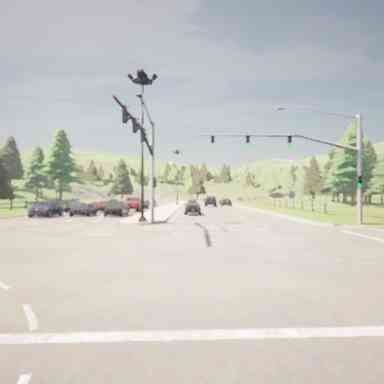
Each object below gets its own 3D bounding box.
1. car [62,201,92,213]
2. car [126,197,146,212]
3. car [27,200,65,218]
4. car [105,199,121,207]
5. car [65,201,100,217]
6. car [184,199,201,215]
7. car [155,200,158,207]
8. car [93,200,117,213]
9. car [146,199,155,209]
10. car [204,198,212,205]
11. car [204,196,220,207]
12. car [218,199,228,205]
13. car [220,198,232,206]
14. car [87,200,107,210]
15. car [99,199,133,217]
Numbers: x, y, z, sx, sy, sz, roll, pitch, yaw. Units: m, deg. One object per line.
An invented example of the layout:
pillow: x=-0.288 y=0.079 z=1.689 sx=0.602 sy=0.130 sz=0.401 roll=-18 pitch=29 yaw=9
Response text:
car: x=-15.084 y=1.964 z=43.910 sx=2.033 sy=1.411 sz=5.357 roll=0 pitch=-1 yaw=0
car: x=-8.082 y=1.655 z=45.765 sx=2.150 sy=2.045 sz=5.566 roll=0 pitch=-1 yaw=0
car: x=-15.091 y=1.679 z=34.454 sx=2.097 sy=1.767 sz=4.553 roll=0 pitch=-1 yaw=0
car: x=-14.978 y=2.103 z=63.259 sx=1.837 sy=1.490 sz=4.892 roll=0 pitch=-1 yaw=0
car: x=-11.589 y=1.903 z=35.708 sx=1.994 sy=1.385 sz=4.181 roll=0 pitch=0 yaw=0
car: x=0.110 y=1.903 z=39.908 sx=1.812 sy=1.442 sz=4.674 roll=0 pitch=-1 yaw=0
car: x=-7.954 y=2.176 z=66.769 sx=2.033 sy=1.411 sz=5.357 roll=0 pitch=-1 yaw=0
car: x=-11.582 y=1.901 z=44.686 sx=1.882 sy=1.535 sz=5.008 roll=0 pitch=-1 yaw=0
car: x=-8.044 y=2.078 z=56.101 sx=2.033 sy=1.411 sz=5.357 roll=0 pitch=-1 yaw=0
car: x=3.773 y=2.238 z=78.214 sx=1.837 sy=1.490 sz=4.892 roll=0 pitch=-1 yaw=2
car: x=3.642 y=1.830 z=64.684 sx=2.150 sy=2.045 sz=5.566 roll=0 pitch=-1 yaw=0
car: x=7.280 y=2.280 z=78.424 sx=2.033 sy=1.411 sz=5.357 roll=0 pitch=-1 yaw=2
car: x=7.065 y=2.002 z=68.510 sx=2.097 sy=1.767 sz=4.553 roll=0 pitch=-1 yaw=1
car: x=-15.063 y=2.068 z=53.148 sx=1.994 sy=1.385 sz=4.181 roll=0 pitch=-1 yaw=0
car: x=-8.086 y=1.817 z=35.829 sx=1.882 sy=1.535 sz=5.008 roll=0 pitch=-1 yaw=0
